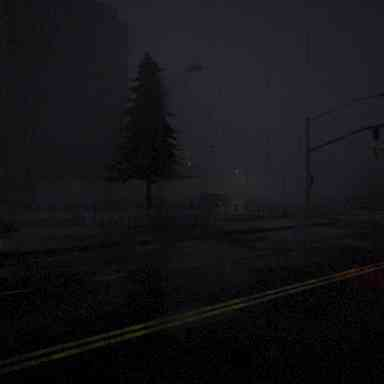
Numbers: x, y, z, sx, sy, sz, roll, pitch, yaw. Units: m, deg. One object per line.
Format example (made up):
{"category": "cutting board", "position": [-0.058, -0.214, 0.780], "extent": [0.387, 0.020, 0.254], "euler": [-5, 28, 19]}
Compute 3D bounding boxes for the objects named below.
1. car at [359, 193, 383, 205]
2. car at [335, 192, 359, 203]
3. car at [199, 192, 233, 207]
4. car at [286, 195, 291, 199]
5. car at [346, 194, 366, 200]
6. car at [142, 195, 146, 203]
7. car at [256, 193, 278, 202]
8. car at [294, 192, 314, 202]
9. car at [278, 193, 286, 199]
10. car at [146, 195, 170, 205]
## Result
{"category": "car", "position": [28.523, 1.036, 50.563], "extent": [1.932, 1.855, 4.605], "euler": [0, 0, -36]}
{"category": "car", "position": [36.702, 0.985, 77.868], "extent": [1.932, 1.855, 4.605], "euler": [0, 0, -36]}
{"category": "car", "position": [3.340, 1.150, 49.394], "extent": [2.150, 2.045, 5.566], "euler": [0, 0, -36]}
{"category": "car", "position": [23.446, 0.997, 86.920], "extent": [1.932, 1.855, 4.605], "euler": [0, 0, -36]}
{"category": "car", "position": [39.100, 1.189, 79.496], "extent": [1.784, 1.438, 3.905], "euler": [0, 0, -36]}
{"category": "car", "position": [-7.958, 1.322, 65.318], "extent": [2.097, 1.767, 4.553], "euler": [0, 0, -36]}
{"category": "car", "position": [18.931, 1.252, 83.645], "extent": [1.970, 1.475, 3.806], "euler": [0, 0, -36]}
{"category": "car", "position": [22.989, 1.265, 67.996], "extent": [1.970, 1.475, 3.806], "euler": [0, 0, -36]}
{"category": "car", "position": [21.290, 1.214, 85.323], "extent": [1.784, 1.438, 3.905], "euler": [0, 0, -36]}
{"category": "car", "position": [-5.403, 1.462, 55.626], "extent": [1.812, 1.442, 4.674], "euler": [0, 0, -36]}
